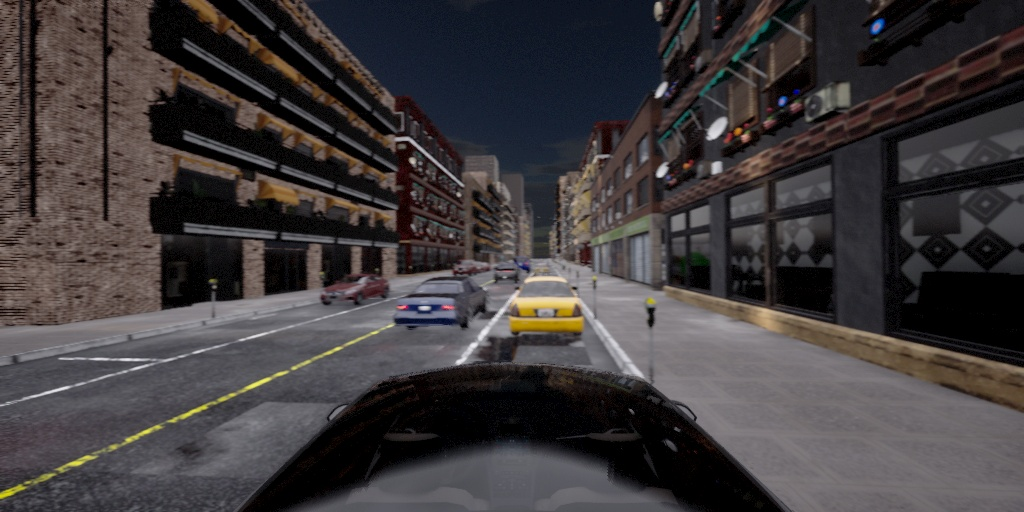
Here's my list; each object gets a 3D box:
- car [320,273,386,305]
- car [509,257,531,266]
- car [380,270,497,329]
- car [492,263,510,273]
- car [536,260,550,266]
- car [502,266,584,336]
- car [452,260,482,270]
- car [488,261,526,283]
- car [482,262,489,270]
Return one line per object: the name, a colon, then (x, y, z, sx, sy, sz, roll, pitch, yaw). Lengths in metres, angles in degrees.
car: (-7.249, 1.501, 17.034, 1.802, 1.307, 4.207, 0, 0, 5)
car: (1.274, 1.171, 46.409, 2.150, 2.045, 5.566, -1, 0, 5)
car: (-1.969, 1.371, 11.519, 2.033, 1.411, 5.357, -1, 0, 5)
car: (-1.421, 1.601, 49.751, 1.895, 1.301, 4.718, -1, 0, 6)
car: (3.262, 1.413, 38.841, 1.751, 1.417, 4.829, 0, 0, 5)
car: (0.991, 1.237, 10.447, 1.801, 1.575, 5.366, -1, 0, 5)
car: (-5.095, 1.313, 39.476, 2.192, 1.841, 5.009, 0, 0, 5)
car: (-0.291, 1.378, 29.010, 2.128, 1.511, 4.902, -1, 0, 5)
car: (-4.557, 1.458, 45.086, 1.967, 1.591, 4.097, 0, 0, 5)
